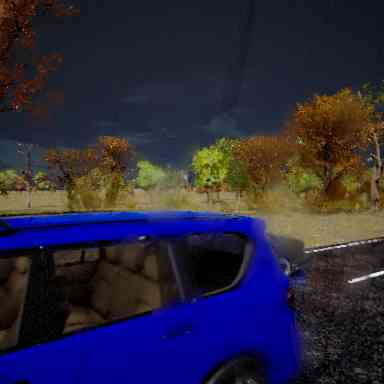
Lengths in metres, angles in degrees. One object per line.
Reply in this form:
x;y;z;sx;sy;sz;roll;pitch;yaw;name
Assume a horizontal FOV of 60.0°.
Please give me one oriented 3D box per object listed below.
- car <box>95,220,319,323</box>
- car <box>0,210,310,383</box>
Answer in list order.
0.609;1.566;8.112;5.357;1.411;2.033;0;0;-36;car
-1.507;1.222;2.608;5.566;2.045;2.150;0;0;-36;car
